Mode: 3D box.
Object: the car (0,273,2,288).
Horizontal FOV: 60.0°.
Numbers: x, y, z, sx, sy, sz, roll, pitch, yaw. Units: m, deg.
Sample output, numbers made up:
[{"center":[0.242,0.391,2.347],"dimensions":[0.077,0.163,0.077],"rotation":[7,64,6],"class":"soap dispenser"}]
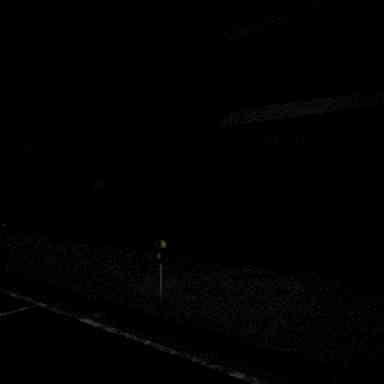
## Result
[{"center":[-6.073,1.440,7.412],"dimensions":[4.097,1.590,1.967],"rotation":[0,0,36],"class":"car"}]
